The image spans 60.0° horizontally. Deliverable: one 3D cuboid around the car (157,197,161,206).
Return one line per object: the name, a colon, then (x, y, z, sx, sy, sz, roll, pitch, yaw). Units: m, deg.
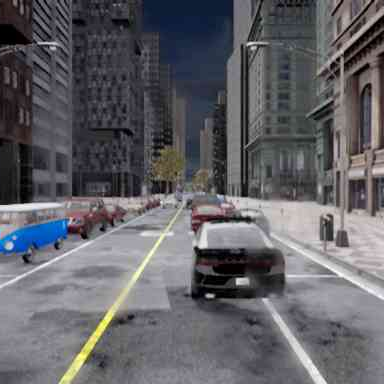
car: (-5.669, 1.435, 44.662, 1.887, 1.381, 4.507, 0, 0, 0)

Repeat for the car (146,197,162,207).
car: (-5.657, 1.422, 50.188, 1.887, 1.381, 4.507, 0, 0, 0)

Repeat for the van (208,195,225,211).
van: (2.871, 1.245, 39.099, 1.690, 1.788, 3.998, 0, 0, 0)

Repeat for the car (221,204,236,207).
car: (2.813, 1.508, 17.000, 2.008, 1.369, 4.403, 0, 0, 0)

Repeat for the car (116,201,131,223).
car: (-5.717, 1.489, 22.561, 1.887, 1.381, 4.507, 0, 0, 0)

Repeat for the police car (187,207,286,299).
police car: (0.920, 1.404, 8.577, 1.930, 1.638, 5.238, 0, 0, 0)

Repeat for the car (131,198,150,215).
car: (-5.693, 1.443, 33.442, 1.752, 1.417, 4.829, 0, 0, 0)

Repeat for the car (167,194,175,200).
car: (-5.555, 1.331, 88.111, 1.752, 1.417, 4.829, 0, 0, 0)

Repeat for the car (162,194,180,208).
car: (-2.968, 1.415, 45.019, 1.812, 1.442, 4.674, 0, 0, 0)

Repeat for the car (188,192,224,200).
car: (0.958, 1.164, 24.497, 2.150, 2.045, 5.566, 0, 0, 0)

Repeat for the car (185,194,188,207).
car: (0.143, 1.389, 47.416, 1.837, 1.490, 4.892, 0, 0, 1)

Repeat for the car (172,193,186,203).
car: (-2.842, 1.391, 66.182, 2.033, 1.411, 5.357, 0, 0, 0)

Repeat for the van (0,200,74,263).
van: (-5.740, 1.312, 11.510, 1.690, 1.788, 3.998, 0, 0, 0)

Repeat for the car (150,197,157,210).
car: (-5.681, 1.448, 39.137, 1.887, 1.381, 4.507, 0, 0, 0)

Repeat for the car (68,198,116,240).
car: (-5.728, 1.273, 17.035, 2.192, 1.841, 5.009, 0, 0, 0)

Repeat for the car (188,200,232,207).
car: (0.871, 1.432, 18.456, 1.882, 1.535, 5.008, 0, 0, -1)

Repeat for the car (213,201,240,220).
car: (2.842, 1.513, 28.049, 1.802, 1.307, 4.206, 0, 0, 0)

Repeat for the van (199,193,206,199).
van: (2.990, 1.137, 93.658, 1.690, 1.788, 3.998, 0, 0, 0)

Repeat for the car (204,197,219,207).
car: (2.898, 1.422, 50.149, 1.887, 1.381, 4.507, 0, 0, 0)

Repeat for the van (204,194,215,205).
van: (2.913, 1.207, 55.674, 1.690, 1.788, 3.998, 0, 0, 0)
